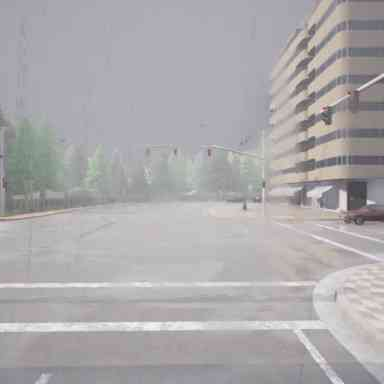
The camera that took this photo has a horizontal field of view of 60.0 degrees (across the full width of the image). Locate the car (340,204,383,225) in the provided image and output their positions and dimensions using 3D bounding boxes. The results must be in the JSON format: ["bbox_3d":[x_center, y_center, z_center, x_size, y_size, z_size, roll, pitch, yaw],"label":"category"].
[{"bbox_3d":[13.186,1.581,24.031,4.674,1.442,1.812,0,0,-1],"label":"car"}]

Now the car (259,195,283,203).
[{"bbox_3d":[17.571,1.525,73.656,4.902,1.511,2.128,0,0,-23],"label":"car"}]

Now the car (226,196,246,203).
[{"bbox_3d":[9.036,1.491,67.674,4.902,1.511,2.128,0,0,-42],"label":"car"}]

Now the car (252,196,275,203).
[{"bbox_3d":[14.256,1.525,67.777,4.674,1.442,1.812,0,0,-34],"label":"car"}]
